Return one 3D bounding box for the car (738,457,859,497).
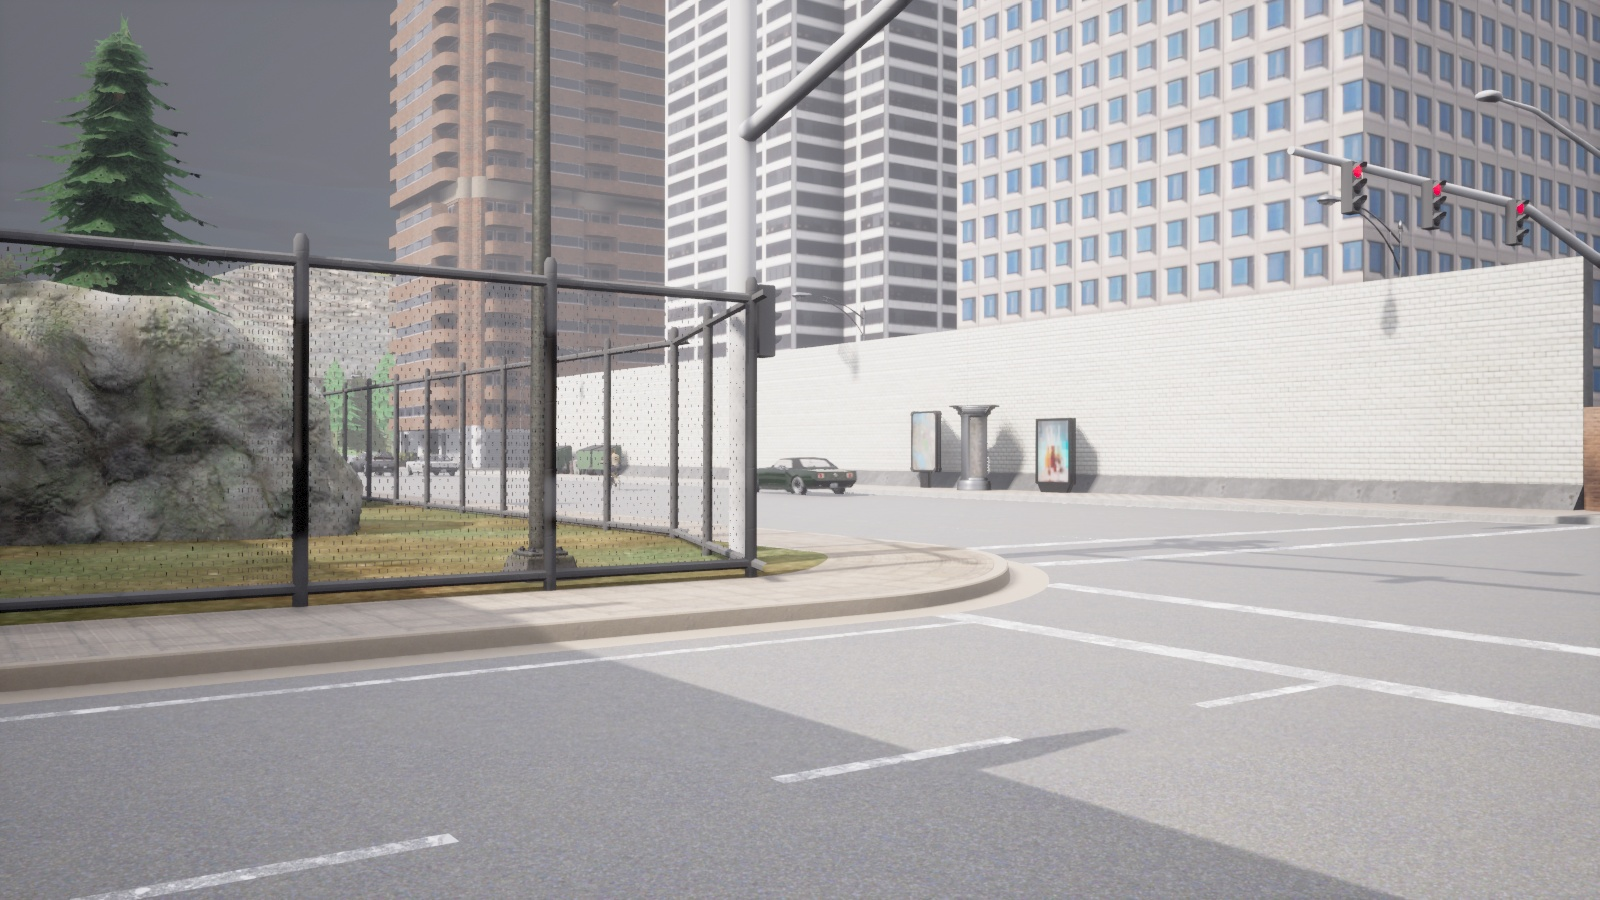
[{"bbox_3d":[-0.136,0.898,43.963,1.895,1.301,4.718,0,0,-35],"label":"car"}]

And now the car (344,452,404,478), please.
[{"bbox_3d":[-25.166,0.878,74.063,2.128,1.511,4.902,0,0,-35],"label":"car"}]

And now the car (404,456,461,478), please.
[{"bbox_3d":[-22.310,1.023,76.088,1.895,1.301,4.718,0,0,-35],"label":"car"}]
